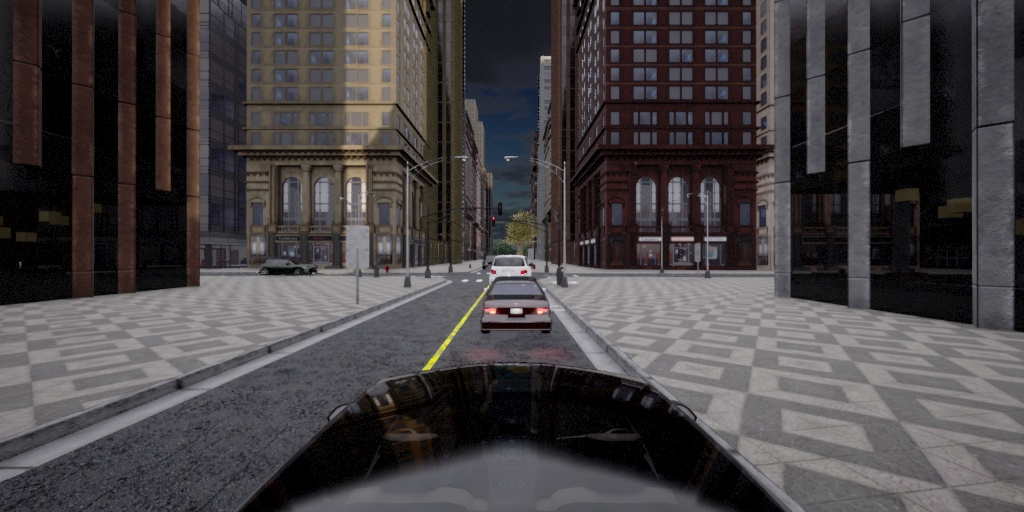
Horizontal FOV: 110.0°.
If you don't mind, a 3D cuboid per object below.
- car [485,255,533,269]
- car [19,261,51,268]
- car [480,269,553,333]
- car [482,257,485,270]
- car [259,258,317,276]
[{"bbox_3d":[0.019,0.971,20.883,2.150,2.045,5.566,0,0,4],"label":"car"},{"bbox_3d":[-46.313,1.169,33.432,5.357,1.411,2.033,0,0,1],"label":"car"},{"bbox_3d":[0.092,1.297,10.638,2.033,1.411,5.357,0,0,0],"label":"car"},{"bbox_3d":[-3.116,0.971,51.677,2.150,2.045,5.566,0,0,0],"label":"car"},{"bbox_3d":[-20.721,1.033,33.371,4.553,1.767,2.097,0,0,0],"label":"car"}]
